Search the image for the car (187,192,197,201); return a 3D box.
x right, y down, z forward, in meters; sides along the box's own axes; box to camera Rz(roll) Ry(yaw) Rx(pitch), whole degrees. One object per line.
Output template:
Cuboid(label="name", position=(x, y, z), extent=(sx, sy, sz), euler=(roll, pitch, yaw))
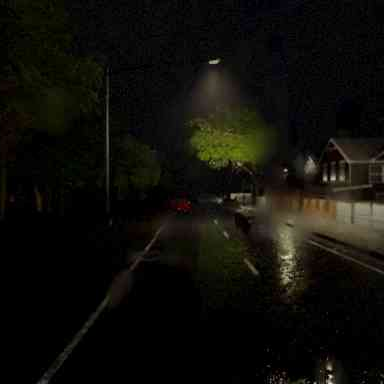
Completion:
Cuboid(label="car", position=(0.013, 1.013, 76.139), extent=(2.150, 2.045, 5.566), euler=(0, 0, 0))

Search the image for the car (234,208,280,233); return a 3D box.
Cuboid(label="car", position=(3.604, 1.549, 19.287), extent=(1.895, 1.301, 4.718), euler=(0, 0, 0))

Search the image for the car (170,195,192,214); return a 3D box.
Cuboid(label="car", position=(-1.219, 1.405, 34.137), extent=(1.882, 1.535, 5.008), euler=(0, 0, 0))

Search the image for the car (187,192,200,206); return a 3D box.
Cuboid(label="car", position=(0.010, 1.150, 52.830), extent=(2.150, 2.045, 5.566), euler=(0, 0, 0))
